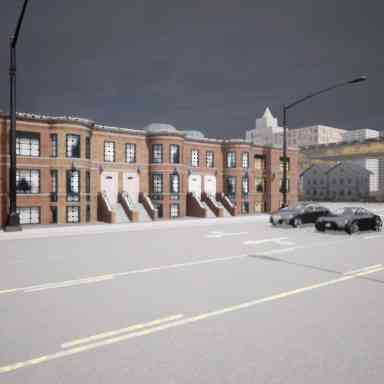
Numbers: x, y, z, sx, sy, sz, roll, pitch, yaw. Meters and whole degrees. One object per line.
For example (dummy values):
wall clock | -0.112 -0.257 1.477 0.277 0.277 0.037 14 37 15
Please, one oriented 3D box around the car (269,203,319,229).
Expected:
car | 7.162 1.492 21.736 4.902 1.511 2.128 0 0 -34

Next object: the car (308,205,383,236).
car | 8.786 1.563 18.605 4.181 1.385 1.994 0 0 -35
